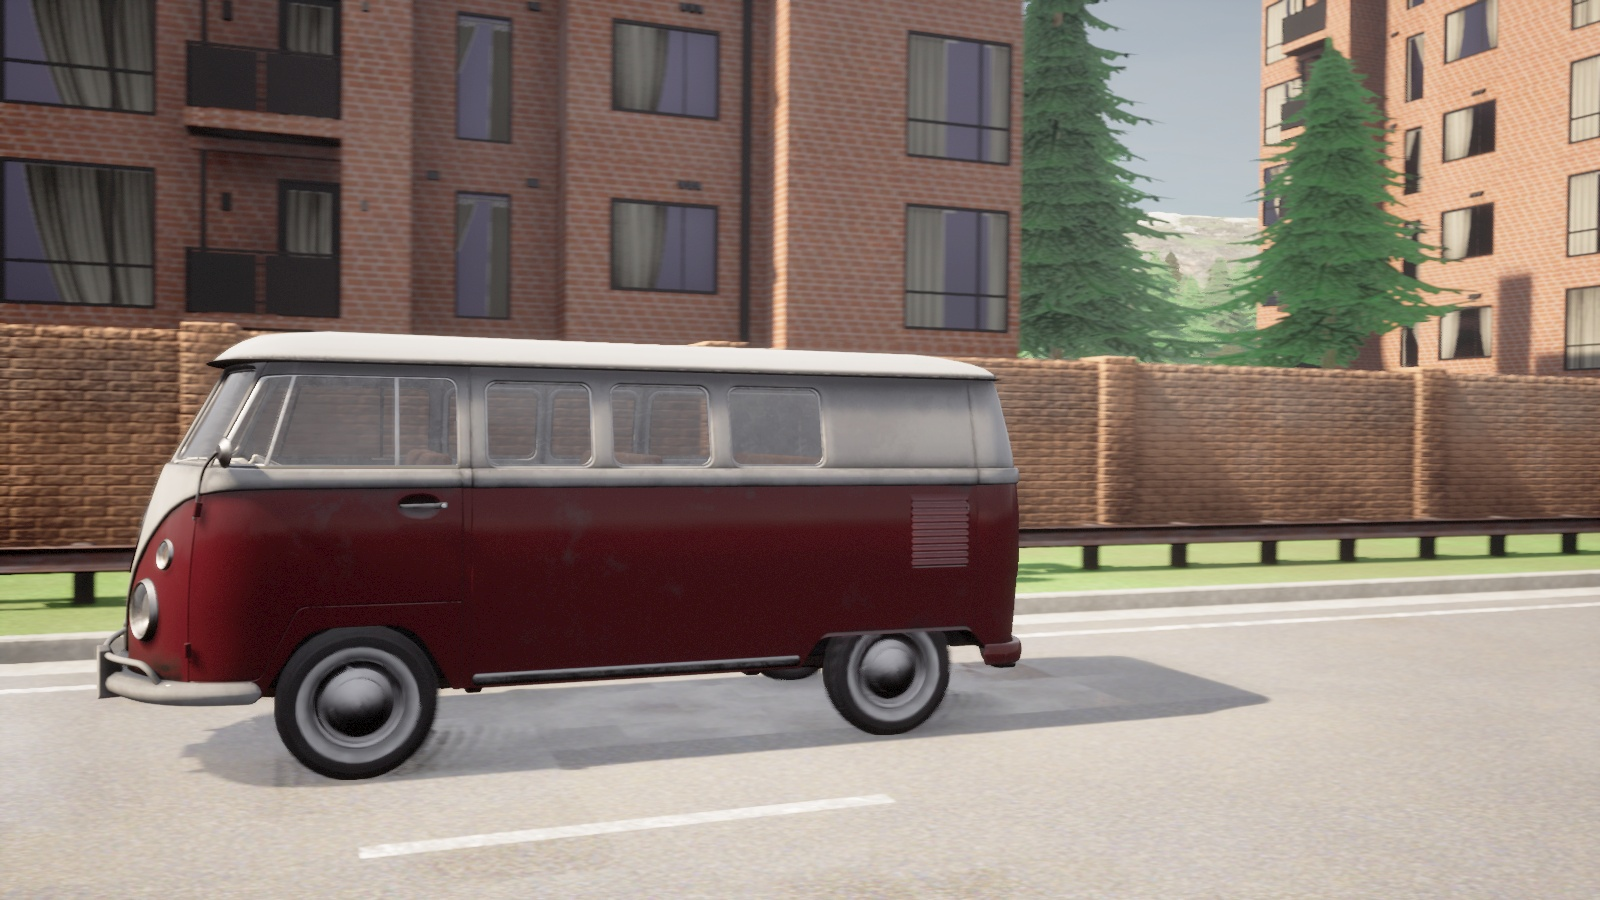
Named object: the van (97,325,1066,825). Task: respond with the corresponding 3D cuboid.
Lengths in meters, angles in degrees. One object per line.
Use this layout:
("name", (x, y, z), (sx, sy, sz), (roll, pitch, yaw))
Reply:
("van", (-1.007, 0.454, 6.597), (4.442, 1.987, 1.775), (-1, 1, -21))
